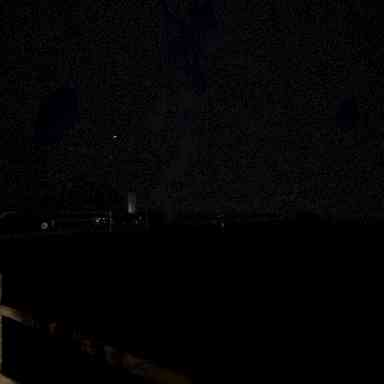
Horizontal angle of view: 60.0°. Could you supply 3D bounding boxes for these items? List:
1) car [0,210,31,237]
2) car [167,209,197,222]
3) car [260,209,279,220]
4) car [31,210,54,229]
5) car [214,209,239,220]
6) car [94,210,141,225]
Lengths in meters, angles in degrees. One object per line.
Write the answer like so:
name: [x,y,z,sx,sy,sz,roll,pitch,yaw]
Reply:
car: [-12.343,1.886,19.075,2.128,1.511,4.902,0,-2,36]
car: [-1.036,2.836,39.953,2.128,1.511,4.902,0,-2,36]
car: [12.699,3.518,54.108,2.097,1.767,4.553,0,-2,36]
car: [-12.414,2.058,23.955,1.837,1.490,4.892,0,-2,34]
car: [5.046,3.286,48.403,1.837,1.490,4.892,0,-3,36]
car: [-6.993,2.418,31.631,2.128,1.511,4.902,0,-2,35]
